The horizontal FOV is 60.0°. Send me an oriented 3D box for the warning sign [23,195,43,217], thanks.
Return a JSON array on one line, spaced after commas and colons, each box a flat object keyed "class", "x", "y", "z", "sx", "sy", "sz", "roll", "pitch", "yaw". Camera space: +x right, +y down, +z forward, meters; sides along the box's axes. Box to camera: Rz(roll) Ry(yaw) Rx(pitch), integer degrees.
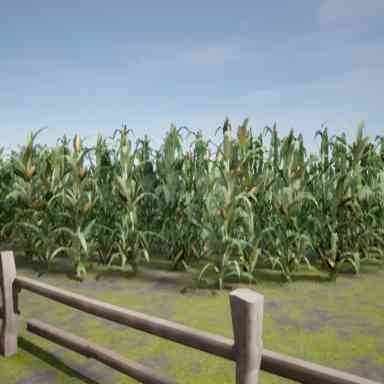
[{"class": "warning sign", "x": -13.842, "y": 1.179, "z": 28.933, "sx": 1.300, "sy": 1.860, "sz": 1.060, "roll": 1, "pitch": 1, "yaw": 35}]
